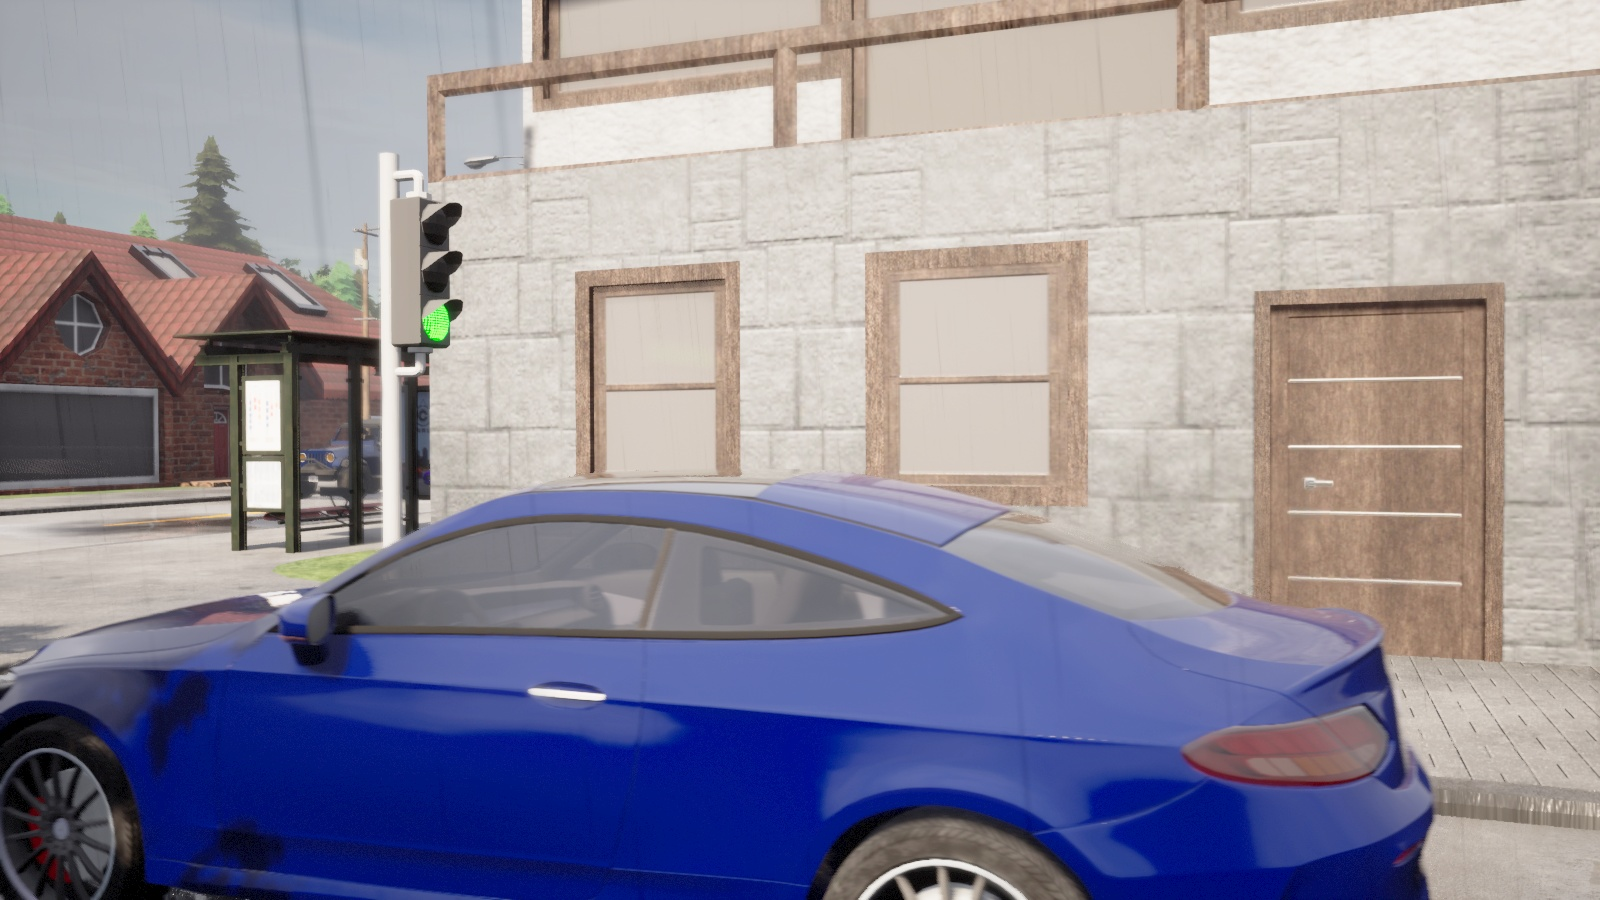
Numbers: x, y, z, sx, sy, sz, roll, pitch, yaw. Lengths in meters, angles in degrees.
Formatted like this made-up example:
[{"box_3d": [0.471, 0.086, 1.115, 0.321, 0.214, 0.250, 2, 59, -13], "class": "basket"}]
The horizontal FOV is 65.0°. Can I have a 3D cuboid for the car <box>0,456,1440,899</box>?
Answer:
[{"box_3d": [-0.602, 0.784, 4.152, 4.674, 1.442, 1.812, 1, 1, 21], "class": "car"}]
